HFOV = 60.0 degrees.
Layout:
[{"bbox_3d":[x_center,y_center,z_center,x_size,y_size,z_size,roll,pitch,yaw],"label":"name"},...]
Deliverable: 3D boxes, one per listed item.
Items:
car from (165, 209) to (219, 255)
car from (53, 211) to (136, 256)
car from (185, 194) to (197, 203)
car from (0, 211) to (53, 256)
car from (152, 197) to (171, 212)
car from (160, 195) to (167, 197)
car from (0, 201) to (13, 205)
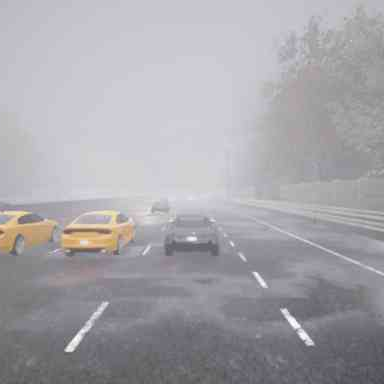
[{"bbox_3d":[-0.002,1.577,13.392,1.994,1.385,4.181,0,0,0],"label":"car"},{"bbox_3d":[-3.500,1.491,13.288,1.882,1.535,5.008,0,0,0],"label":"car"},{"bbox_3d":[-0.006,1.597,72.550,1.812,1.442,4.674,0,0,0],"label":"car"},{"bbox_3d":[-7.002,1.491,13.169,1.882,1.535,5.008,0,0,0],"label":"car"},{"bbox_3d":[-3.504,1.602,38.478,1.994,1.385,4.181,0,0,0],"label":"car"},{"bbox_3d":[-7.007,1.561,82.408,1.882,1.535,5.008,0,0,0],"label":"car"},{"bbox_3d":[-17.585,1.507,29.118,1.882,1.535,5.008,0,0,0],"label":"car"}]
